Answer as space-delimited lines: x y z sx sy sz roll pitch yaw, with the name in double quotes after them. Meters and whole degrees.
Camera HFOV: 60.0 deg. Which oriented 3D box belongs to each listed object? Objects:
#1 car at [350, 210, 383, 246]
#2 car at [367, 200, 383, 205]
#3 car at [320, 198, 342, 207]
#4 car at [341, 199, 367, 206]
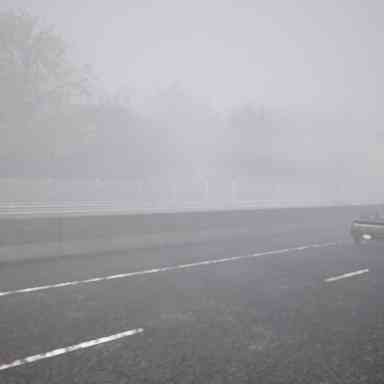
8.781 1.528 14.326 4.902 1.511 2.128 0 0 -35 "car"
21.723 1.710 36.689 4.718 1.301 1.895 0 0 -35 "car"
18.582 1.618 43.040 4.892 1.490 1.837 0 0 -35 "car"
20.417 1.638 40.046 4.674 1.442 1.812 0 0 -36 "car"
